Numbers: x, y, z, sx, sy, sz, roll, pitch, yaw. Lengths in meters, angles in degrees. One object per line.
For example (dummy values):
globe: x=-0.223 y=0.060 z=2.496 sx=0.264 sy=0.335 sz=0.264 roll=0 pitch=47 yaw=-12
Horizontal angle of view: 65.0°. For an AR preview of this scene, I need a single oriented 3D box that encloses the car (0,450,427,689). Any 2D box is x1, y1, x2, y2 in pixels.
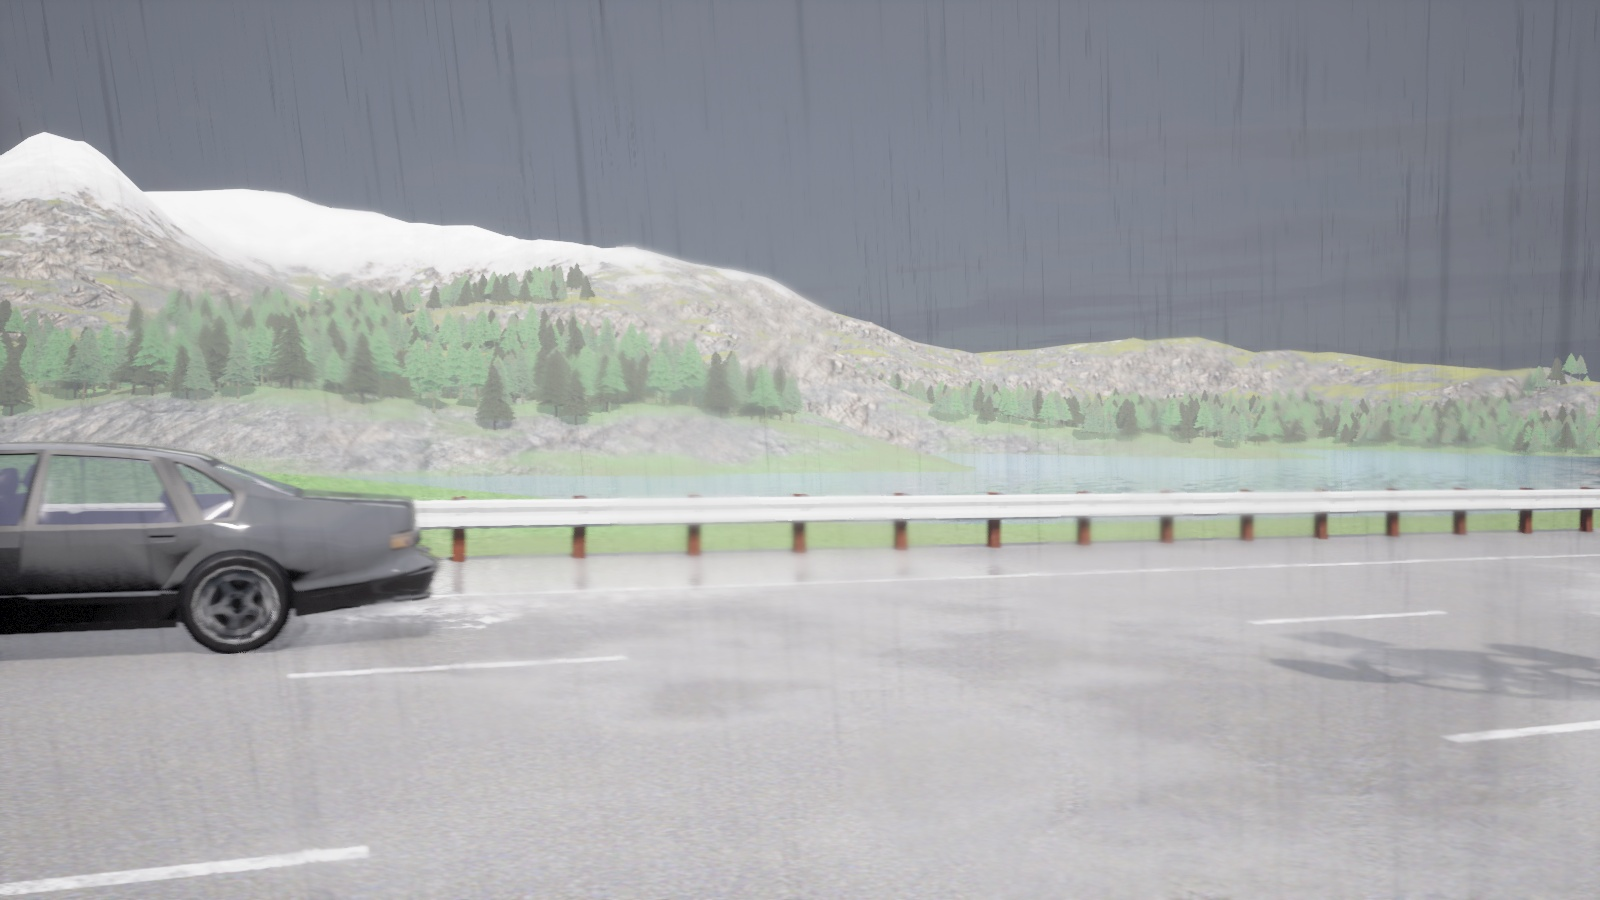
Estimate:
car: x=-5.445 y=0.763 z=8.659 sx=5.357 sy=1.411 sz=2.033 roll=-1 pitch=1 yaw=-21
